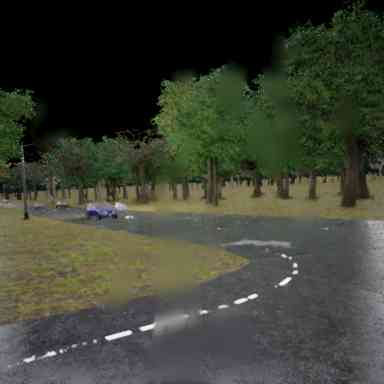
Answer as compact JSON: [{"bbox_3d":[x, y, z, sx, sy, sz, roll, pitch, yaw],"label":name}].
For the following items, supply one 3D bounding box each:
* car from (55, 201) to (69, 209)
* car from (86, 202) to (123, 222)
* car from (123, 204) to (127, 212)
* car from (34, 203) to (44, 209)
[{"bbox_3d":[-30.748,2.954,78.415,2.097,1.767,4.553,-4,1,-36],"label":"car"},{"bbox_3d":[-10.494,2.221,38.326,2.150,2.045,5.566,-4,1,-36],"label":"car"},{"bbox_3d":[-11.690,2.428,51.972,1.812,1.442,4.674,-4,1,-36],"label":"car"},{"bbox_3d":[-37.709,3.429,81.876,1.837,1.490,4.892,-4,1,-31],"label":"car"}]
